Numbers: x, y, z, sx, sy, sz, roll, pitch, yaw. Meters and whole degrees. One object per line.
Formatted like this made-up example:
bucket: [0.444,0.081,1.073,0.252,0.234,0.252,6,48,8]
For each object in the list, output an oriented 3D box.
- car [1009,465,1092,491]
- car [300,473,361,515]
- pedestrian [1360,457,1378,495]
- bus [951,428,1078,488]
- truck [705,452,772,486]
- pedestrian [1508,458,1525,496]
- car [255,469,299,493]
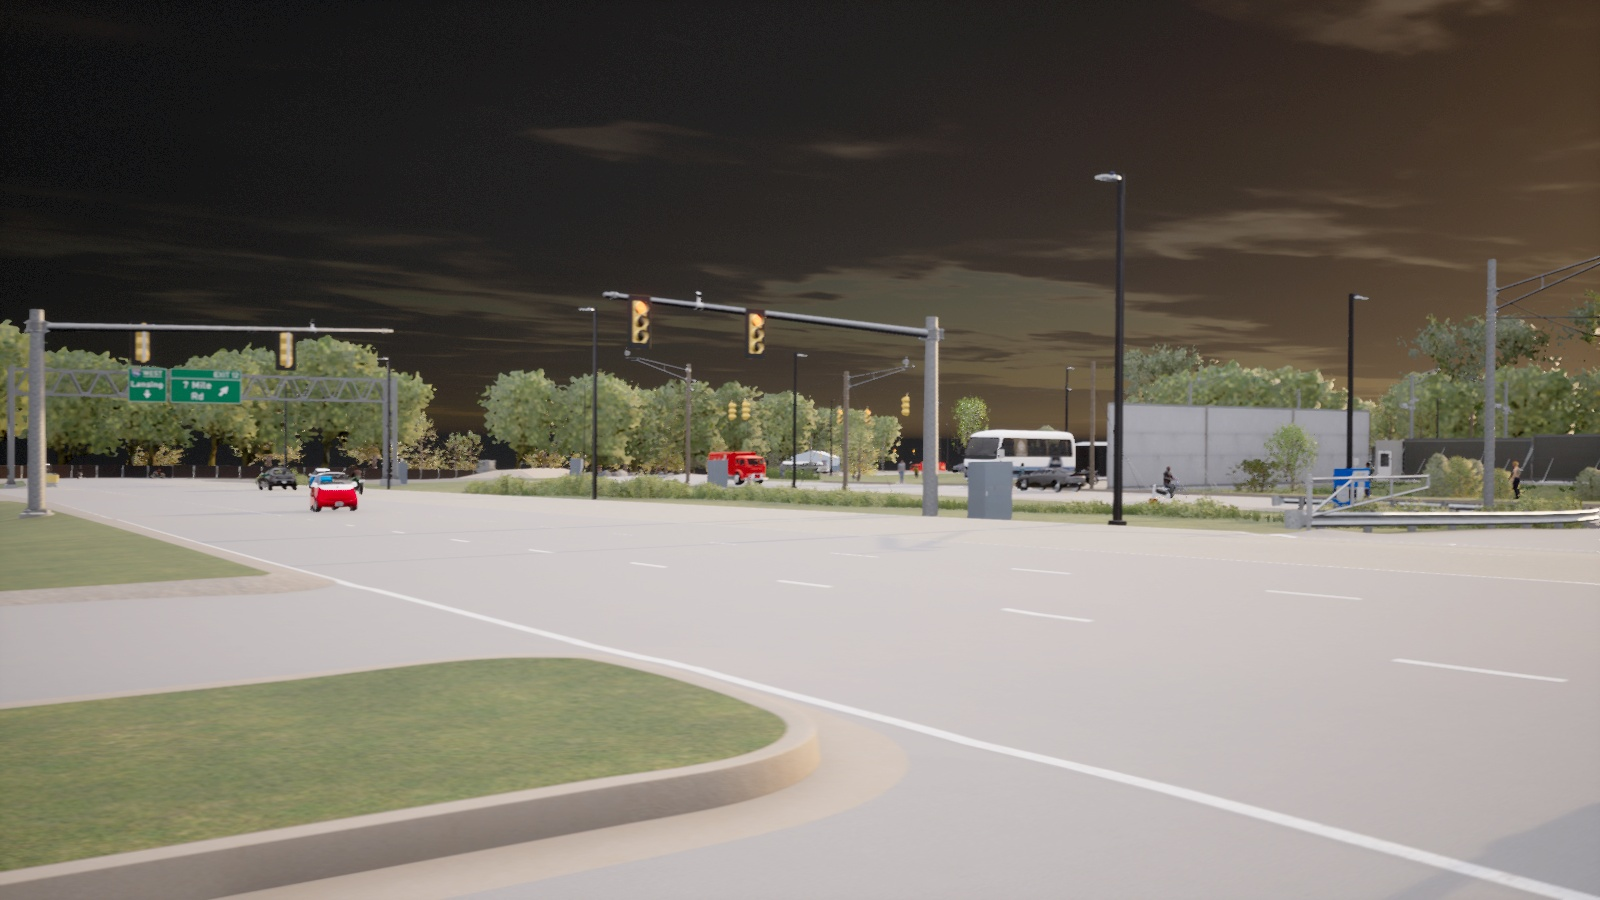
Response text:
car: [15.406,1.700,77.399,2.128,1.511,4.902,0,0,-34]
car: [-16.392,1.519,43.832,1.481,1.376,2.207,0,-1,-35]
pedestrian: [30.071,1.377,66.374,0.423,1.949,0.788,0,1,-32]
bus: [16.312,0.570,95.046,10.273,4.253,3.944,0,0,-42]
truck: [-4.653,1.382,94.381,2.627,2.467,5.204,0,0,-35]
pedestrian: [34.319,1.290,60.168,0.345,1.836,0.594,0,1,-34]
car: [-34.251,2.023,82.171,1.816,1.474,4.193,0,-1,-35]
